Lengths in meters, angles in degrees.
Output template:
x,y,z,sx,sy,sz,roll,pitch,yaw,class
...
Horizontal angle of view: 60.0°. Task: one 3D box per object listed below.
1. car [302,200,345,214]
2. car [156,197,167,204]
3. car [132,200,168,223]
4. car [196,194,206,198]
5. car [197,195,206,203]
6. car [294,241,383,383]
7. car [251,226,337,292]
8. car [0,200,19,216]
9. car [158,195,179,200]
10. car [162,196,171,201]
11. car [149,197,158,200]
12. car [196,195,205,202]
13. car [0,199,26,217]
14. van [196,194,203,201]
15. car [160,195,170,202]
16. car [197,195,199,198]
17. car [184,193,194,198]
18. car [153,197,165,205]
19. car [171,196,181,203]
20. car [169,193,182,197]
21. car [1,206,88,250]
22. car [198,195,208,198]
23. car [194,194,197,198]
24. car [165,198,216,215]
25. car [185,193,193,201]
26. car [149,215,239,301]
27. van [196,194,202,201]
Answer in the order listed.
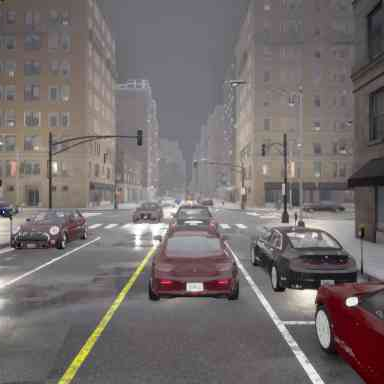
x,y,z,sx,sy,sz,roll,pitch,yaw,class
14.607,1.648,37.120,4.674,1.442,1.812,0,0,1,car
-6.335,1.666,69.045,1.802,1.307,4.206,0,0,-1,car
-3.164,1.520,24.660,1.994,1.385,4.181,0,0,0,car
2.256,1.595,63.807,1.752,1.417,4.829,0,0,-1,car
2.123,1.541,74.651,1.967,1.590,4.097,0,0,-1,car
2.667,1.545,3.206,1.887,1.381,4.507,0,0,0,car
2.651,1.553,8.697,2.008,1.369,4.403,0,0,0,car
-17.175,1.123,26.890,5.566,2.045,2.150,0,0,0,car
-3.381,1.563,47.833,1.812,1.442,4.674,0,0,2,car
-6.537,1.722,85.568,1.802,1.307,4.206,0,0,-1,car
-6.131,1.596,52.522,2.008,1.369,4.403,0,0,-1,car
2.056,1.560,80.157,1.967,1.590,4.097,0,0,-1,car
-18.053,1.416,30.130,4.902,1.511,2.128,0,0,-1,car
1.989,1.482,85.665,1.690,1.788,3.998,0,0,-1,van
-6.469,1.559,80.061,1.967,1.590,4.097,0,0,-1,car
2.326,1.622,58.130,1.947,1.339,4.313,0,0,-1,car
-0.606,1.342,79.348,2.150,2.045,5.566,0,0,-1,car
-6.267,1.614,63.538,1.887,1.381,4.507,0,0,-1,car
-3.541,1.651,74.018,1.994,1.385,4.181,0,0,-1,car
-3.458,1.288,61.796,2.150,2.045,5.566,0,0,0,car
-5.890,1.445,14.161,1.967,1.590,4.097,0,0,0,car
2.393,1.590,52.623,1.887,1.381,4.507,0,0,-1,car
2.192,1.399,69.144,2.192,1.841,5.009,0,0,-1,car
0.055,1.358,15.537,2.097,1.767,4.553,0,0,0,car
-0.738,1.384,90.066,2.150,2.045,5.566,0,0,-1,car
0.012,1.528,8.233,1.812,1.442,4.674,0,0,-1,car
1.921,1.504,91.171,1.690,1.788,3.998,0,0,-1,van
